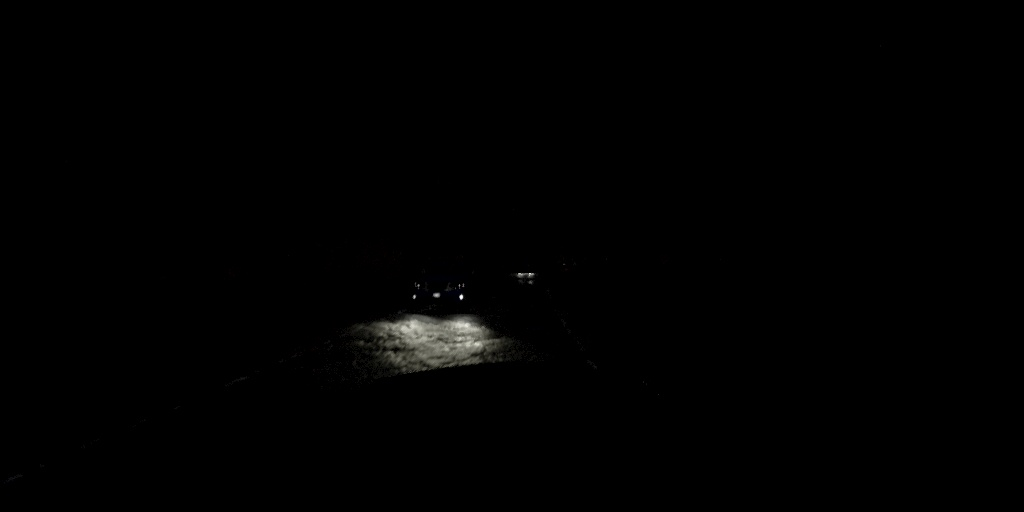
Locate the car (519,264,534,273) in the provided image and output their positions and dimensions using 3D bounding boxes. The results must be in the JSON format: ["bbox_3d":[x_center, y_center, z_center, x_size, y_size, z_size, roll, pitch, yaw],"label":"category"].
[{"bbox_3d":[2.331,1.941,56.771,1.812,1.442,4.674,0,-1,11],"label":"car"}]

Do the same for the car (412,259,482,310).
[{"bbox_3d":[-2.691,1.141,16.192,2.150,2.045,5.566,0,-1,3],"label":"car"}]
